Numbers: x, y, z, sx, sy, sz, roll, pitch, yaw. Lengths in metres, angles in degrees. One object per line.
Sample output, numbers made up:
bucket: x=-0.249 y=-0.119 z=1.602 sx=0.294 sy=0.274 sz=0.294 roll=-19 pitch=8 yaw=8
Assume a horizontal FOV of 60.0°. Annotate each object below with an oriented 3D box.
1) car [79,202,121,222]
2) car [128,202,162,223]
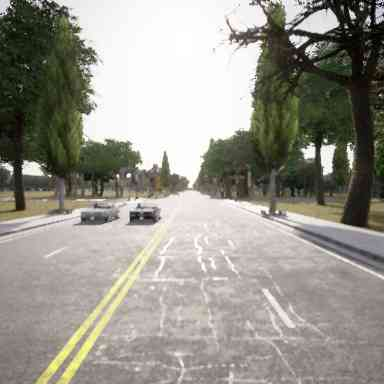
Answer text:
car: x=-6.590 y=1.428 z=24.250 sx=1.895 sy=1.301 sz=4.718 roll=0 pitch=0 yaw=0
car: x=-3.339 y=1.429 z=24.260 sx=1.895 sy=1.301 sz=4.718 roll=0 pitch=0 yaw=0
